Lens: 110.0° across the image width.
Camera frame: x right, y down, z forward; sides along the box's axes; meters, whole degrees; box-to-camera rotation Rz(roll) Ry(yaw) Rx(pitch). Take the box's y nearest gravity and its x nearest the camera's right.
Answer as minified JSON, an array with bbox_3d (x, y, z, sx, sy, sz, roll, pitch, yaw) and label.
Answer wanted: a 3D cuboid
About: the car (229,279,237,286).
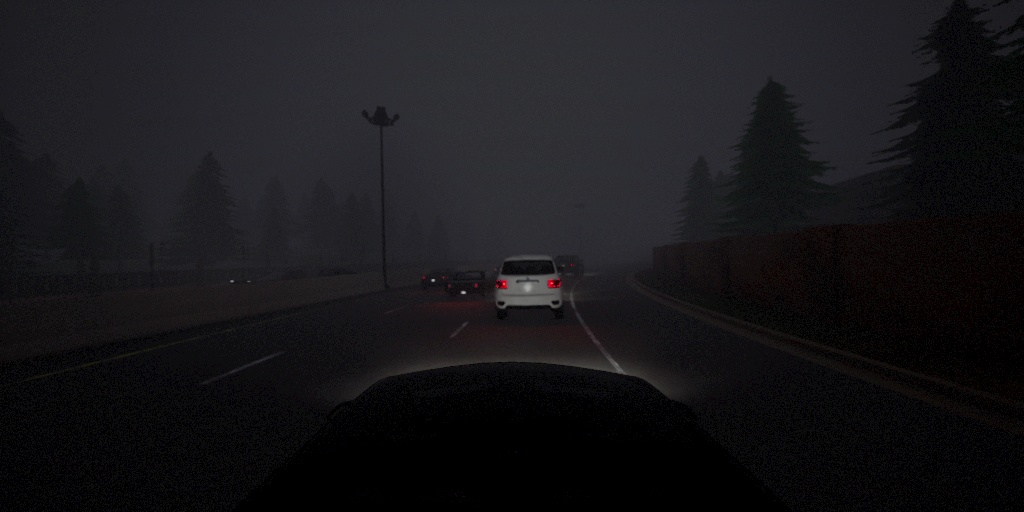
[{"bbox_3d":[-18.413,1.836,26.985,1.895,1.301,4.718,-1,0,12],"label":"car"}]

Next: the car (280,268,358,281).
[{"bbox_3d":[-12.010,1.570,23.392,2.128,1.511,4.902,-1,0,12],"label":"car"}]

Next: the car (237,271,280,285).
[{"bbox_3d":[-15.413,1.685,24.227,1.812,1.442,4.674,-1,0,11],"label":"car"}]

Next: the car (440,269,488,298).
[{"bbox_3d":[-1.959,1.440,19.224,1.895,1.301,4.718,-1,0,9],"label":"car"}]

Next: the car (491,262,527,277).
[{"bbox_3d":[-0.234,1.395,38.367,2.033,1.411,5.357,-1,0,21],"label":"car"}]

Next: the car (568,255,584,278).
[{"bbox_3d":[5.409,0.928,33.765,2.150,2.045,5.566,-1,0,19],"label":"car"}]

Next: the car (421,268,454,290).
[{"bbox_3d":[-4.471,1.472,24.123,1.994,1.385,4.181,-1,0,12],"label":"car"}]

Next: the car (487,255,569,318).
[{"bbox_3d":[0.715,0.984,13.126,2.150,2.045,5.566,-1,0,5],"label":"car"}]
